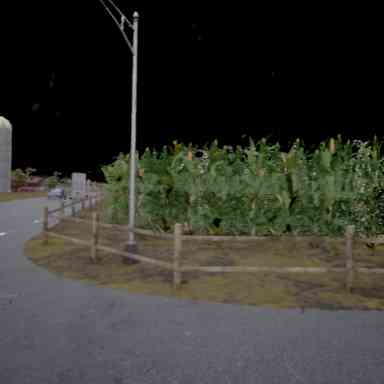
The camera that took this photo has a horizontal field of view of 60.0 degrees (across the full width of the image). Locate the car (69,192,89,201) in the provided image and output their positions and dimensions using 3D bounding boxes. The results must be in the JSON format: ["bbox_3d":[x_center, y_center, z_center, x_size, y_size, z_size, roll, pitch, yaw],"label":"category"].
[{"bbox_3d":[-14.900,0.525,44.254,1.895,1.301,4.718,2,1,-9],"label":"car"}]

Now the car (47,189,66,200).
[{"bbox_3d":[-19.072,0.280,47.120,1.812,1.442,4.674,2,1,-9],"label":"car"}]
